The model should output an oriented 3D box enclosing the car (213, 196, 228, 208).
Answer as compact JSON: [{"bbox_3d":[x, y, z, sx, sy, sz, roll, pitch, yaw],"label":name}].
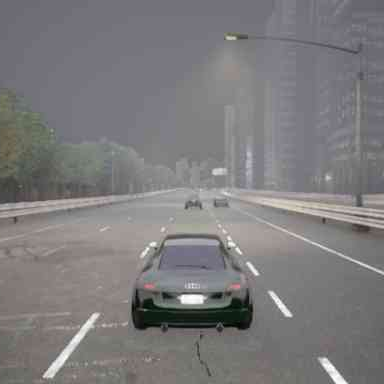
[{"bbox_3d":[3.818,1.289,44.808,2.128,1.511,4.902,0,0,1],"label":"car"}]

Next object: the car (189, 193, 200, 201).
[{"bbox_3d":[0.573,1.104,72.665,2.128,1.511,4.902,0,1,1],"label":"car"}]

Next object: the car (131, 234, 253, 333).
[{"bbox_3d":[0.007,1.555,6.939,1.994,1.385,4.181,0,0,0],"label":"car"}]

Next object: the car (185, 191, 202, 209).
[{"bbox_3d":[0.200,1.165,42.557,2.097,1.767,4.553,0,0,1],"label":"car"}]
